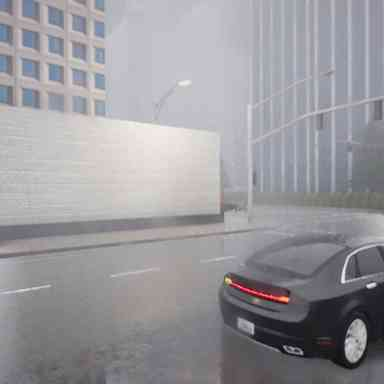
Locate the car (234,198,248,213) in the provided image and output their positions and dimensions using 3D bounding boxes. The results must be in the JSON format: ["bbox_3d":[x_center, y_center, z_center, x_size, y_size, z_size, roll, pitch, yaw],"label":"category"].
[{"bbox_3d":[4.528,1.415,36.342,2.128,1.511,4.902,0,0,-36],"label":"car"}]

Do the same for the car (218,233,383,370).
[{"bbox_3d":[2.681,1.476,5.711,4.892,1.490,1.837,0,0,-35],"label":"car"}]

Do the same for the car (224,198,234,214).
[{"bbox_3d":[1.736,1.447,34.229,1.837,1.490,4.892,0,0,-36],"label":"car"}]
